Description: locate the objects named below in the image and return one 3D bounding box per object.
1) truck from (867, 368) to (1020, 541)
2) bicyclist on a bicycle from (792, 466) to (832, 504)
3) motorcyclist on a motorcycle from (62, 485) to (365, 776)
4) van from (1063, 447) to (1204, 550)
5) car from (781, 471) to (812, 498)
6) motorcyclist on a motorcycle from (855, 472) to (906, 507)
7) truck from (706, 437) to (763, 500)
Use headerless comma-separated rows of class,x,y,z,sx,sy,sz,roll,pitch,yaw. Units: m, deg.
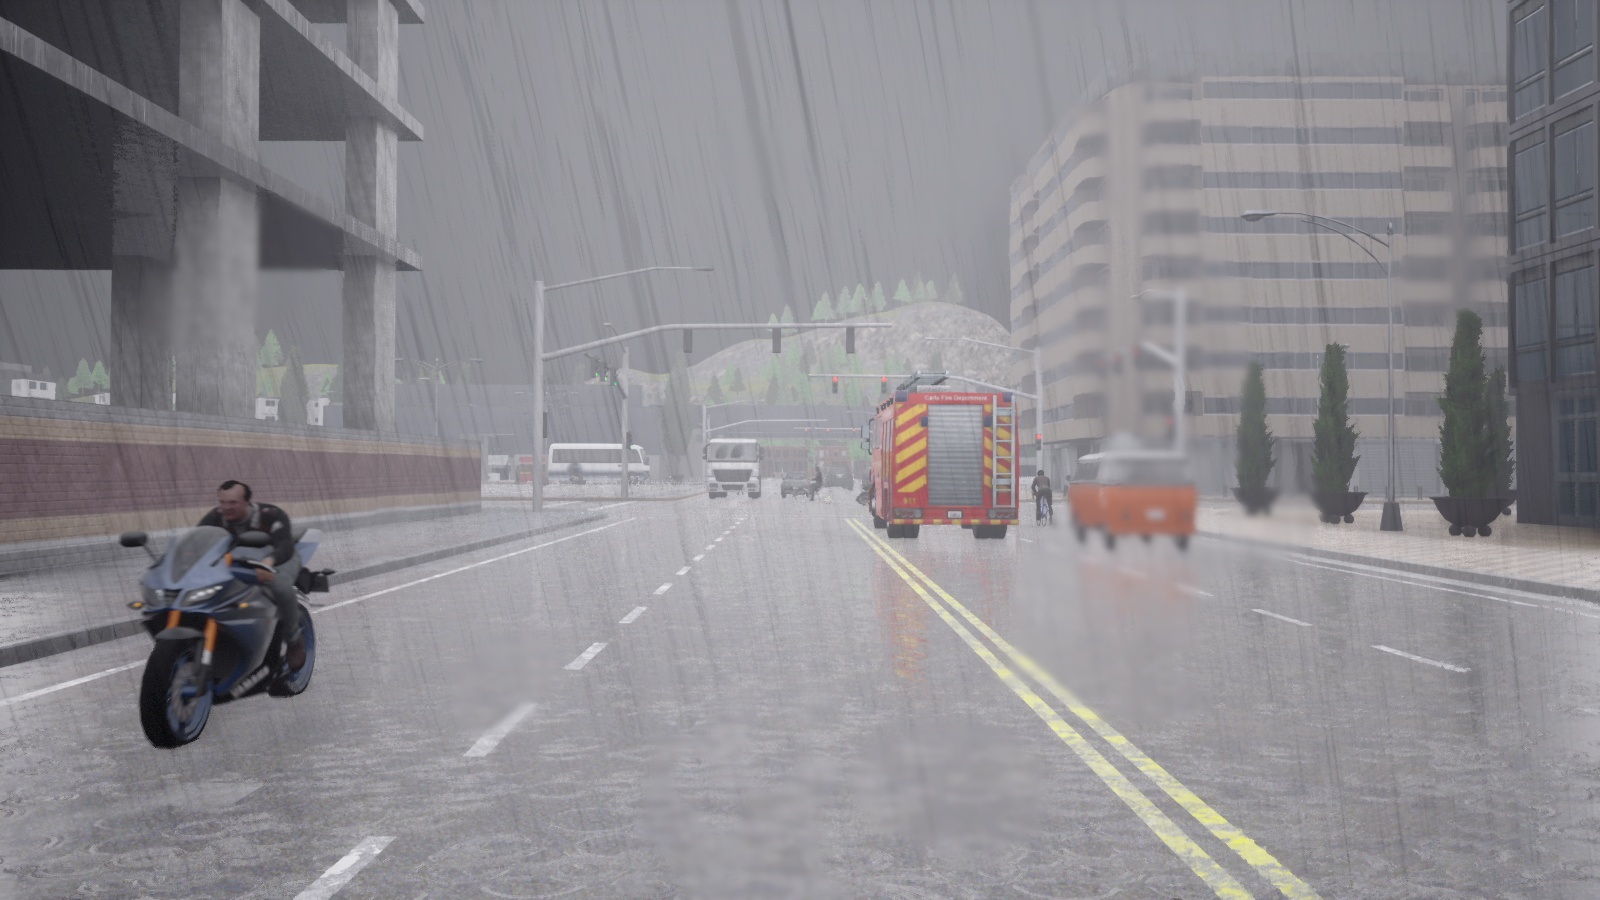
truck,3.412,0.173,32.061,2.891,3.827,8.468,0,-1,0
bicyclist on a bicycle,0.555,1.644,59.048,1.843,1.776,0.659,0,-1,-1
motorcyclist on a motorcycle,-3.520,0.995,7.824,0.866,1.530,2.191,0,-1,0
van,6.930,0.985,26.578,1.775,1.987,4.442,0,-1,0
car,-0.190,2.029,73.717,1.789,1.549,3.705,0,-1,0
motorcyclist on a motorcycle,3.554,1.737,55.603,2.191,1.530,0.866,0,-1,-1
truck,-3.691,1.064,72.659,2.891,3.462,7.936,0,-1,0
